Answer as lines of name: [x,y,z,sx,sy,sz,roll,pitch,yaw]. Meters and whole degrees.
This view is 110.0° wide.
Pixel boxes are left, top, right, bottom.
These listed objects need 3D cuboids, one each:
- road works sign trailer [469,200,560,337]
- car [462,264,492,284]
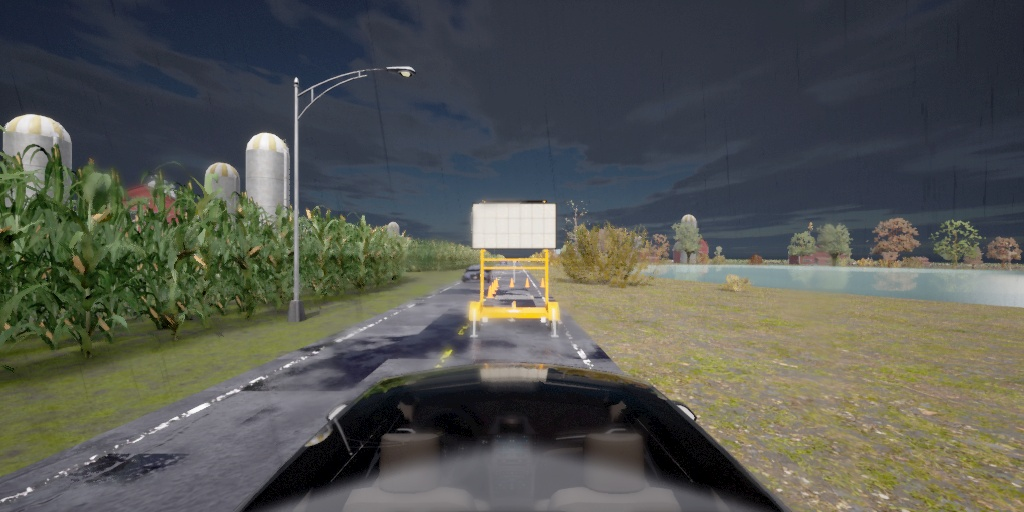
road works sign trailer: [0.069,0.217,10.259,2.380,3.560,2.880,0,0,0]
car: [-2.558,1.335,27.212,1.994,1.385,4.181,0,0,0]
